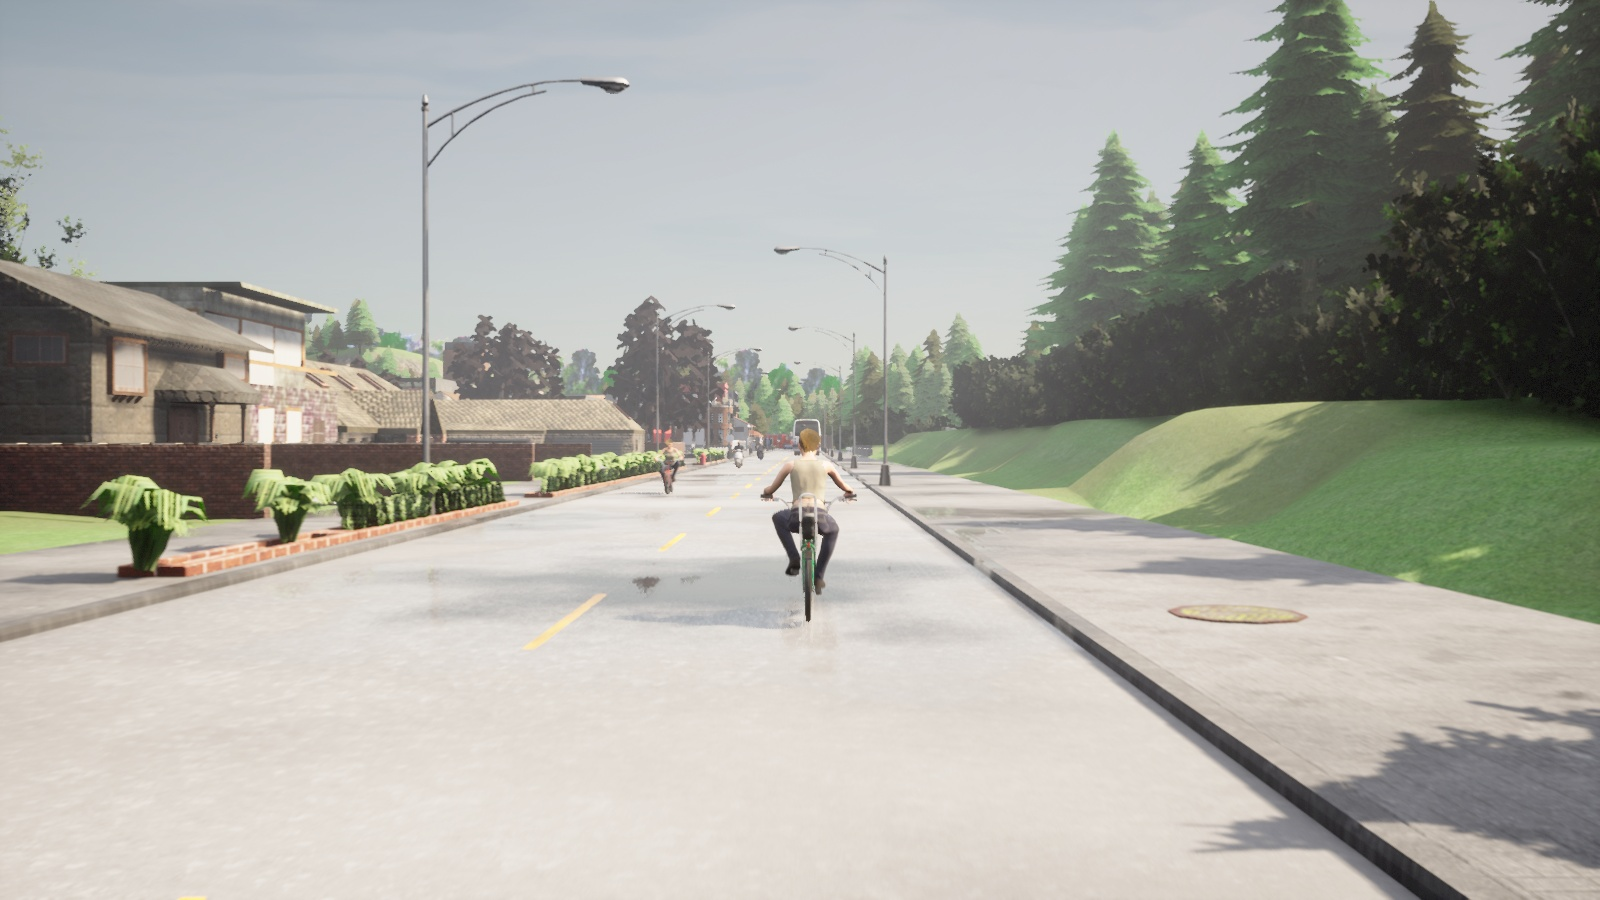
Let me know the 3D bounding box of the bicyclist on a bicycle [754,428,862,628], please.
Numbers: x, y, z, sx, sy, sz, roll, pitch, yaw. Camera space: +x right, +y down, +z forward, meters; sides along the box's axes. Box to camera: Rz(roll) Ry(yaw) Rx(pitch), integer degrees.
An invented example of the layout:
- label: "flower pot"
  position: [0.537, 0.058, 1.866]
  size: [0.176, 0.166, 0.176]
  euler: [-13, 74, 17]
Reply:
- label: "bicyclist on a bicycle"
  position: [0.074, 0.622, 10.864]
  size: [0.866, 1.612, 1.509]
  euler: [0, 0, 1]

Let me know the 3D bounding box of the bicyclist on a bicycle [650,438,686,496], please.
- label: "bicyclist on a bicycle"
  position: [-3.774, 0.477, 36.046]
  size: [0.866, 1.612, 1.509]
  euler: [0, 0, 0]
